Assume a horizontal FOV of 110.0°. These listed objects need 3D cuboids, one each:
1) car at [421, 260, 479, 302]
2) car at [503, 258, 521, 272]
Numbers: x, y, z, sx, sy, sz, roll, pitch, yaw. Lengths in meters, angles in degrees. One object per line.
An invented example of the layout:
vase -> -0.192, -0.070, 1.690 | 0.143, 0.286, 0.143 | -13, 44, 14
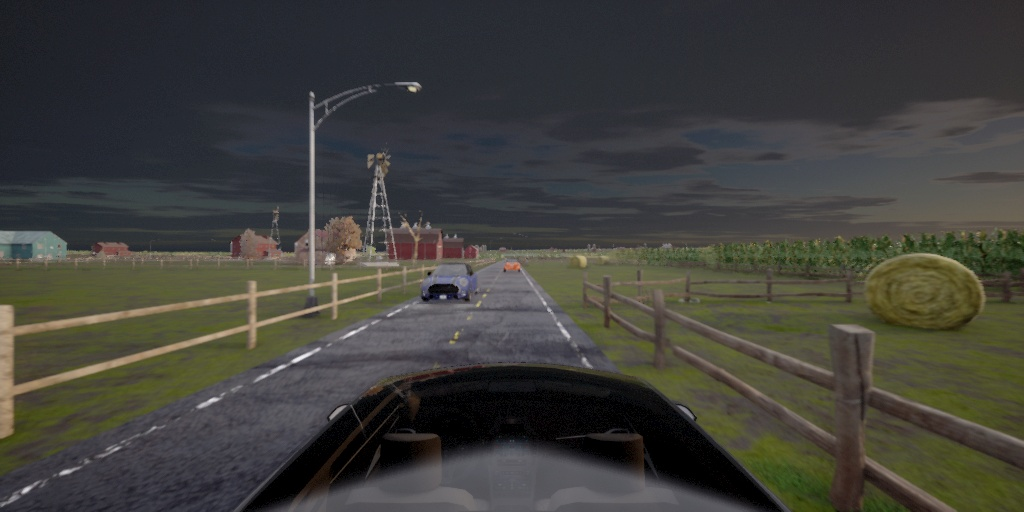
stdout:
car -> -2.801, 1.091, 16.932 | 2.097, 1.767, 4.553 | 0, 0, 0
car -> -0.001, 1.084, 44.828 | 2.097, 1.767, 4.553 | 0, 0, 0
